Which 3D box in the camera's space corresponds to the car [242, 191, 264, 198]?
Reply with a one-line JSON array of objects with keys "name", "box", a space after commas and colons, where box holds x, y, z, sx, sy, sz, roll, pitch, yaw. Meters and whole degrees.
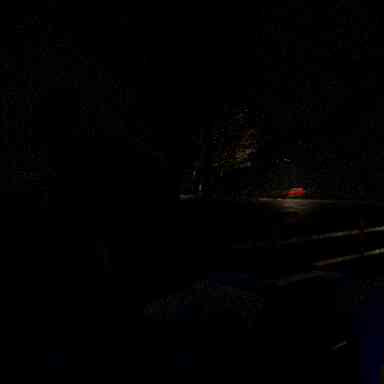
[{"name": "car", "box": [13.586, 0.651, 71.689, 1.994, 1.385, 4.181, 1, 0, -36]}]

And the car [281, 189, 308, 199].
[{"name": "car", "box": [20.555, 0.343, 66.696, 2.150, 2.045, 5.566, 1, 0, -36]}]

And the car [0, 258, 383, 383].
[{"name": "car", "box": [0.565, 1.525, 3.466, 4.674, 1.442, 1.812, 0, 0, -36]}]

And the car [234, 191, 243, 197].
[{"name": "car", "box": [11.976, 0.406, 78.662, 1.812, 1.442, 4.674, 1, 0, -36]}]
